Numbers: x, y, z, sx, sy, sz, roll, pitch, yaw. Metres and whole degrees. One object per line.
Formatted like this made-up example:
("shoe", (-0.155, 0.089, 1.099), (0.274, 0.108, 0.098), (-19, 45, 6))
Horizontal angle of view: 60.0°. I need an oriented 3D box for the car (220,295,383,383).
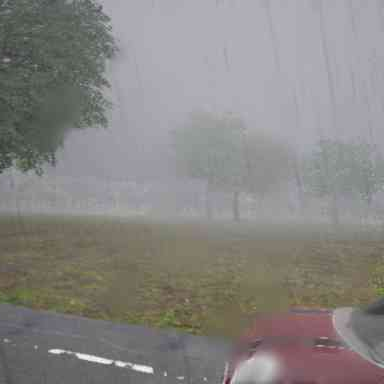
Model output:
("car", (2.526, 1.633, 3.000), (4.553, 1.767, 2.097), (2, -3, 17))
